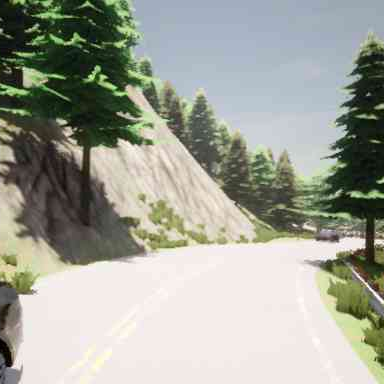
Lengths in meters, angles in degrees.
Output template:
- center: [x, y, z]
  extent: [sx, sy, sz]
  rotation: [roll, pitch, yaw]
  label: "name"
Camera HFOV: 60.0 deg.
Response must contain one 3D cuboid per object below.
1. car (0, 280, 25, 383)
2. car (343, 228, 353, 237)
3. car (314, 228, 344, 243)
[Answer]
- center: [-3.045, 1.457, 1.981]
  extent: [2.128, 1.511, 4.902]
  rotation: [1, -1, 5]
  label: "car"
- center: [35.812, 9.656, 79.111]
  extent: [2.150, 2.045, 5.566]
  rotation: [1, -6, -13]
  label: "car"
- center: [15.976, 5.228, 39.183]
  extent: [2.033, 1.411, 5.357]
  rotation: [1, -6, 35]
  label: "car"
